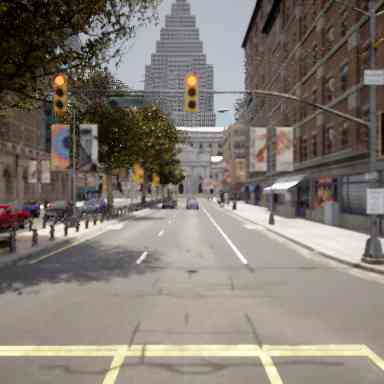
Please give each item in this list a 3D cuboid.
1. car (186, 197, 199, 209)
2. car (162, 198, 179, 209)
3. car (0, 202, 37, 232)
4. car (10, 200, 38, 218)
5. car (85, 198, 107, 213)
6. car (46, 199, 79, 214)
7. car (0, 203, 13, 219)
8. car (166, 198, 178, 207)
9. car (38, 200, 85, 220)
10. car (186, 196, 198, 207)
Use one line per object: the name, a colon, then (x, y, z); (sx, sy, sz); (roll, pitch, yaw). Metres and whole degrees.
car: (0.086, 1.796, 49.014); (2.033, 1.411, 5.357); (0, 0, 0)
car: (-3.515, 1.800, 49.809); (2.033, 1.411, 5.357); (0, 0, 0)
car: (-11.575, 1.579, 19.904); (1.882, 1.535, 5.008); (0, 0, 0)
car: (-15.009, 1.499, 28.786); (2.097, 1.767, 4.553); (0, 0, 0)
car: (-11.512, 1.554, 39.691); (2.097, 1.767, 4.553); (0, 0, 0)
car: (-15.012, 1.675, 38.885); (1.882, 1.535, 5.008); (0, 0, 0)
car: (-18.258, 1.747, 29.790); (1.895, 1.301, 4.718); (0, 0, 0)
car: (-3.517, 1.805, 59.295); (1.837, 1.490, 4.892); (0, 0, 0)
car: (-11.509, 1.656, 29.701); (1.837, 1.490, 4.892); (0, 0, 0)
car: (-0.017, 1.653, 59.380); (2.097, 1.767, 4.553); (0, 0, 0)
